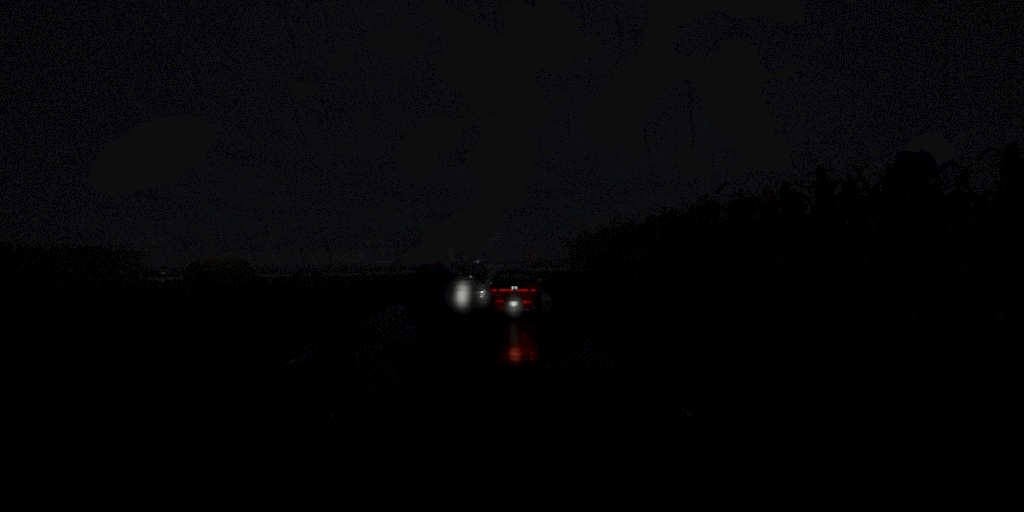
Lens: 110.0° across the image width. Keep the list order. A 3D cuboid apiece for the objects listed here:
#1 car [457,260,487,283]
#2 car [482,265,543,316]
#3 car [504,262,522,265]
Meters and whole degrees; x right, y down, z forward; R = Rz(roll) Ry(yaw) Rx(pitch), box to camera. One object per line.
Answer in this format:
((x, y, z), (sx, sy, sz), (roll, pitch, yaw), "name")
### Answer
((-2.827, 1.252, 27.706), (1.837, 1.490, 4.892), (0, 0, 0), "car")
((0.089, 1.236, 13.302), (1.837, 1.490, 4.892), (0, 0, 0), "car")
((0.093, 1.226, 28.373), (1.882, 1.535, 5.008), (0, 0, 0), "car")
